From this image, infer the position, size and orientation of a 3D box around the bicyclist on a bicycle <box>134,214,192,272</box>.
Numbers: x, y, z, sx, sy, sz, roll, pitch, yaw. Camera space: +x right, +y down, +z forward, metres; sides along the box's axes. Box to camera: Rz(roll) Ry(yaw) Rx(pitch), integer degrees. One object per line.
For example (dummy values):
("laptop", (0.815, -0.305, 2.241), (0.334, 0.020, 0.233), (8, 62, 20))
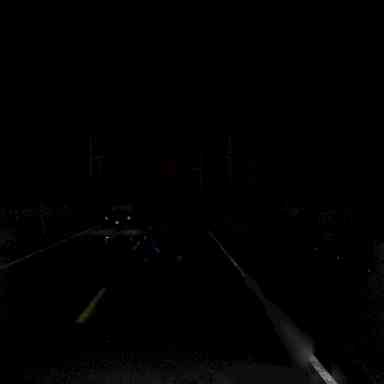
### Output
("bicyclist on a bicycle", (-0.847, 1.449, 9.512), (1.656, 1.620, 0.582), (-2, 0, -3))

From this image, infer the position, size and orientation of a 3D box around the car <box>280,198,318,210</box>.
("car", (13.287, 1.509, 41.509), (4.674, 1.442, 1.812), (0, 0, 0))

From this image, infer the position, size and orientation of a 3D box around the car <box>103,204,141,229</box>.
("car", (-4.463, 1.525, 21.770), (1.812, 1.442, 4.674), (0, 0, -2))
